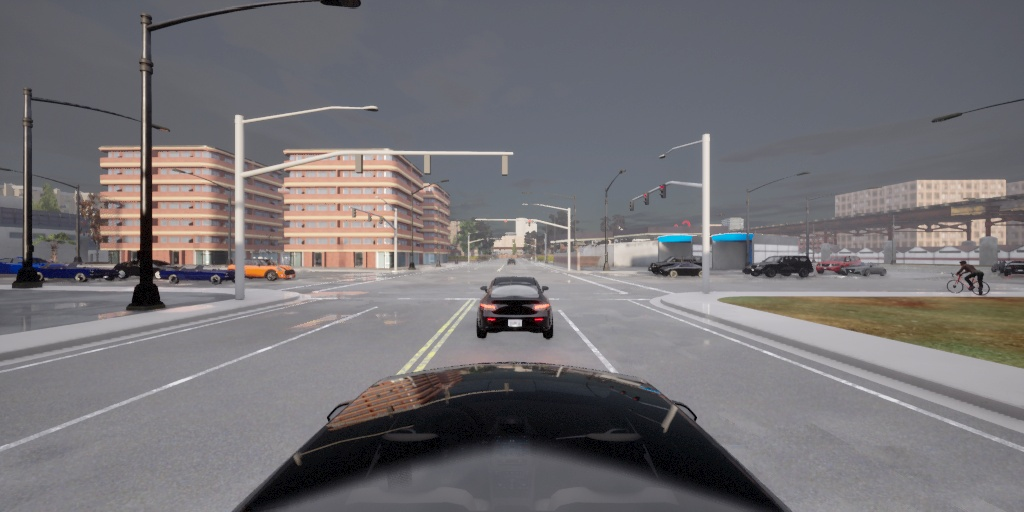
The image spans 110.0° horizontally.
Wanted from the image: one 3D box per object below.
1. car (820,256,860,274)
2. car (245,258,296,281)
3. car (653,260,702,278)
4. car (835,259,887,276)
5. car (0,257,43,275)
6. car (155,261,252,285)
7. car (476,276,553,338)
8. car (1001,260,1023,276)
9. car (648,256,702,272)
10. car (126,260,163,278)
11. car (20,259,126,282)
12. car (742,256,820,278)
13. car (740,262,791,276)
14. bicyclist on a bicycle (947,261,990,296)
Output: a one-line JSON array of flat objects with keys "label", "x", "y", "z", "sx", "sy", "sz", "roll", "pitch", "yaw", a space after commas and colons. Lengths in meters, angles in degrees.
[{"label": "car", "x": 36.621, "y": 0.971, "z": 40.073, "sx": 5.566, "sy": 2.045, "sz": 2.150, "roll": 0, "pitch": 0, "yaw": -22}, {"label": "car", "x": -19.466, "y": 0.986, "z": 27.959, "sx": 4.553, "sy": 1.767, "sz": 2.097, "roll": 1, "pitch": 0, "yaw": 1}, {"label": "car", "x": 16.096, "y": 1.314, "z": 33.906, "sx": 4.181, "sy": 1.385, "sz": 1.994, "roll": 0, "pitch": 0, "yaw": 0}, {"label": "car", "x": 35.243, "y": 1.314, "z": 35.978, "sx": 4.181, "sy": 1.385, "sz": 1.994, "roll": 0, "pitch": 0, "yaw": -18}, {"label": "car", "x": -38.176, "y": 0.821, "z": 28.310, "sx": 5.008, "sy": 1.535, "sz": 1.882, "roll": 1, "pitch": 0, "yaw": 1}, {"label": "car", "x": -20.965, "y": 1.220, "z": 24.490, "sx": 4.718, "sy": 1.301, "sz": 1.895, "roll": 1, "pitch": 0, "yaw": 2}, {"label": "car", "x": 0.073, "y": 1.276, "z": 10.015, "sx": 1.812, "sy": 1.442, "sz": 4.674, "roll": 0, "pitch": 0, "yaw": 0}, {"label": "car", "x": 50.501, "y": 1.228, "z": 35.516, "sx": 5.008, "sy": 1.535, "sz": 1.882, "roll": 0, "pitch": 0, "yaw": -33}, {"label": "car", "x": 17.183, "y": 0.971, "z": 37.340, "sx": 5.566, "sy": 2.045, "sz": 2.150, "roll": 0, "pitch": 0, "yaw": 1}, {"label": "car", "x": -28.243, "y": 1.021, "z": 28.122, "sx": 4.892, "sy": 1.490, "sz": 1.837, "roll": 1, "pitch": 0, "yaw": 1}, {"label": "car", "x": -30.080, "y": 1.088, "z": 24.654, "sx": 4.718, "sy": 1.301, "sz": 1.895, "roll": 1, "pitch": 0, "yaw": 1}, {"label": "car", "x": 25.449, "y": 0.971, "z": 34.037, "sx": 5.566, "sy": 2.045, "sz": 2.150, "roll": 0, "pitch": 0, "yaw": -5}, {"label": "car", "x": 26.583, "y": 1.314, "z": 37.696, "sx": 4.181, "sy": 1.385, "sz": 1.994, "roll": 0, "pitch": 0, "yaw": -8}, {"label": "bicyclist on a bicycle", "x": 21.908, "y": 1.051, "z": 17.256, "sx": 0.582, "sy": 1.620, "sz": 1.656, "roll": 0, "pitch": 0, "yaw": 0}]
